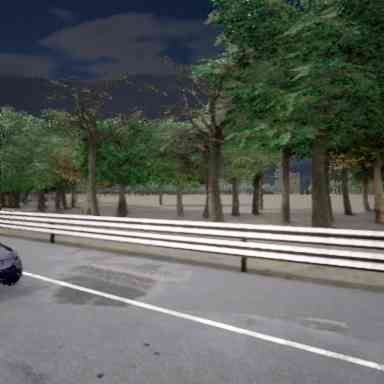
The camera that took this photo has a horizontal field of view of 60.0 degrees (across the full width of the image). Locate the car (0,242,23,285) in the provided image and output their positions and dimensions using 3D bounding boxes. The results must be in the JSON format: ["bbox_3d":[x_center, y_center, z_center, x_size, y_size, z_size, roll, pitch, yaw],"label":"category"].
[{"bbox_3d":[-6.248,1.677,8.673,4.181,1.385,1.994,-1,-1,37],"label":"car"}]
